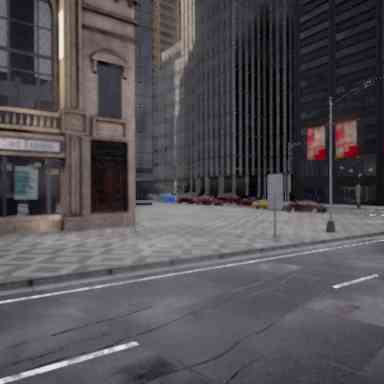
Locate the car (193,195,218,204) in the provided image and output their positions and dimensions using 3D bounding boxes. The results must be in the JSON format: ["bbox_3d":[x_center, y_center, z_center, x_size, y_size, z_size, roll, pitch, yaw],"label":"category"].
[{"bbox_3d":[2.374,1.269,61.097,2.128,1.511,4.902,0,1,-34],"label":"car"}]

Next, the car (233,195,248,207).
[{"bbox_3d":[8.554,1.530,47.140,1.895,1.301,4.718,0,1,-36],"label":"car"}]

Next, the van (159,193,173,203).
[{"bbox_3d":[-3.674,1.135,59.417,1.690,1.788,3.998,0,0,-36],"label":"van"}]

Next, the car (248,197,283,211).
[{"bbox_3d":[9.566,1.518,41.018,1.752,1.417,4.829,0,0,-36],"label":"car"}]

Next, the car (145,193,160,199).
[{"bbox_3d":[-9.896,1.063,82.655,1.887,1.381,4.507,0,0,-36],"label":"car"}]

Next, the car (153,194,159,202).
[{"bbox_3d":[-6.962,1.291,63.983,2.008,1.369,4.403,0,0,-36],"label":"car"}]

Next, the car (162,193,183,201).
[{"bbox_3d":[-4.058,1.031,69.963,2.128,1.511,4.902,0,1,-36],"label":"car"}]

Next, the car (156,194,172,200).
[{"bbox_3d":[-6.610,1.157,78.091,1.802,1.307,4.206,0,0,-36],"label":"car"}]

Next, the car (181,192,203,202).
[{"bbox_3d":[-0.038,1.002,68.959,2.192,1.841,5.009,0,0,-36],"label":"car"}]

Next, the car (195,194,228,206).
[{"bbox_3d":[2.896,1.441,50.286,1.887,1.381,4.507,0,0,-36],"label":"car"}]

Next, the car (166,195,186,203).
[{"bbox_3d":[-3.084,1.328,63.474,1.994,1.385,4.181,0,1,-36],"label":"car"}]

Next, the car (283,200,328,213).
[{"bbox_3d":[12.753,1.582,36.590,1.887,1.381,4.507,0,0,-36],"label":"car"}]

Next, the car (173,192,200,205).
[{"bbox_3d":[-0.388,1.161,54.851,2.192,1.841,5.009,0,0,-36],"label":"car"}]

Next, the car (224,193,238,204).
[{"bbox_3d":[6.533,1.107,59.829,2.192,1.841,5.009,0,0,-36],"label":"car"}]
